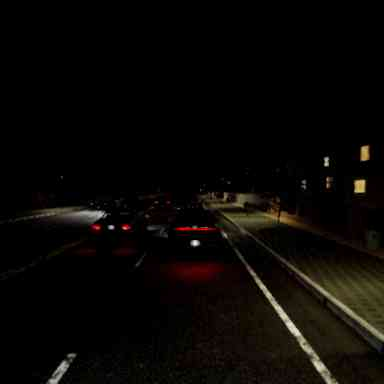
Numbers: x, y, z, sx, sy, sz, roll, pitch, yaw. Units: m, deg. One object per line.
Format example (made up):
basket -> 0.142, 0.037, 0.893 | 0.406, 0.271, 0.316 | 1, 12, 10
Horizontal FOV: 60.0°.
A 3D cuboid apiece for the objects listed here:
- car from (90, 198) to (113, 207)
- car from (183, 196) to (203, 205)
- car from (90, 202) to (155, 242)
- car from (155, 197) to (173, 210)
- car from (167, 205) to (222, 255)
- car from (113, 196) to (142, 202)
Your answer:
car -> -9.831, 1.308, 37.172 | 1.895, 1.301, 4.718 | 0, 0, 0
car -> 0.103, 1.225, 35.590 | 1.837, 1.490, 4.892 | 0, 0, 0
car -> -3.189, 1.422, 15.655 | 2.033, 1.411, 5.357 | 0, 0, 0
car -> -3.157, 1.234, 37.297 | 1.812, 1.442, 4.674 | 0, 0, 0
car -> 0.100, 1.397, 12.888 | 1.837, 1.490, 4.892 | 0, -1, 0
car -> -6.584, 1.208, 35.913 | 2.128, 1.511, 4.902 | 0, 0, 0
